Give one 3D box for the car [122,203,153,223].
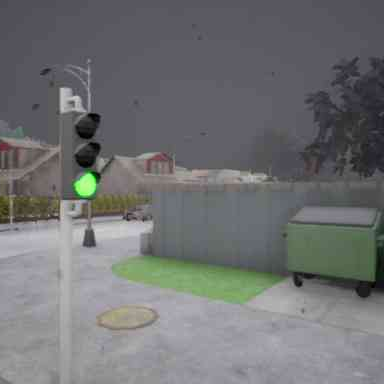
[{"bbox_3d":[-3.473,1.596,26.283,1.994,1.385,4.181,0,0,36],"label":"car"}]
